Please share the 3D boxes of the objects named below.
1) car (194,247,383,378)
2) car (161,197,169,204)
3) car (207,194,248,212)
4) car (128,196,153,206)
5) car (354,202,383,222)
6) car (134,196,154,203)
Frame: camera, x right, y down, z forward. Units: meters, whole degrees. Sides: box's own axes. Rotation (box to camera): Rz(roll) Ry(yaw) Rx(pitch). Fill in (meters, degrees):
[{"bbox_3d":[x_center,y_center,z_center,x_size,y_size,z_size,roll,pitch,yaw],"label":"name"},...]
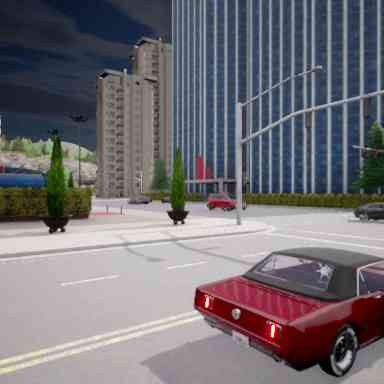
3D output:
[{"bbox_3d":[2.442,1.606,5.551,4.718,1.301,1.895,0,0,-35],"label":"car"},{"bbox_3d":[-3.997,1.526,62.320,2.128,1.511,4.902,0,0,-36],"label":"car"},{"bbox_3d":[4.041,1.248,39.048,2.150,2.045,5.566,0,0,-35],"label":"car"},{"bbox_3d":[-9.302,1.575,57.449,2.033,1.411,5.357,0,0,-36],"label":"car"},{"bbox_3d":[14.607,1.533,24.602,1.837,1.490,4.892,0,-1,-36],"label":"car"},{"bbox_3d":[-10.169,1.546,70.710,2.128,1.511,4.902,0,0,-36],"label":"car"}]
